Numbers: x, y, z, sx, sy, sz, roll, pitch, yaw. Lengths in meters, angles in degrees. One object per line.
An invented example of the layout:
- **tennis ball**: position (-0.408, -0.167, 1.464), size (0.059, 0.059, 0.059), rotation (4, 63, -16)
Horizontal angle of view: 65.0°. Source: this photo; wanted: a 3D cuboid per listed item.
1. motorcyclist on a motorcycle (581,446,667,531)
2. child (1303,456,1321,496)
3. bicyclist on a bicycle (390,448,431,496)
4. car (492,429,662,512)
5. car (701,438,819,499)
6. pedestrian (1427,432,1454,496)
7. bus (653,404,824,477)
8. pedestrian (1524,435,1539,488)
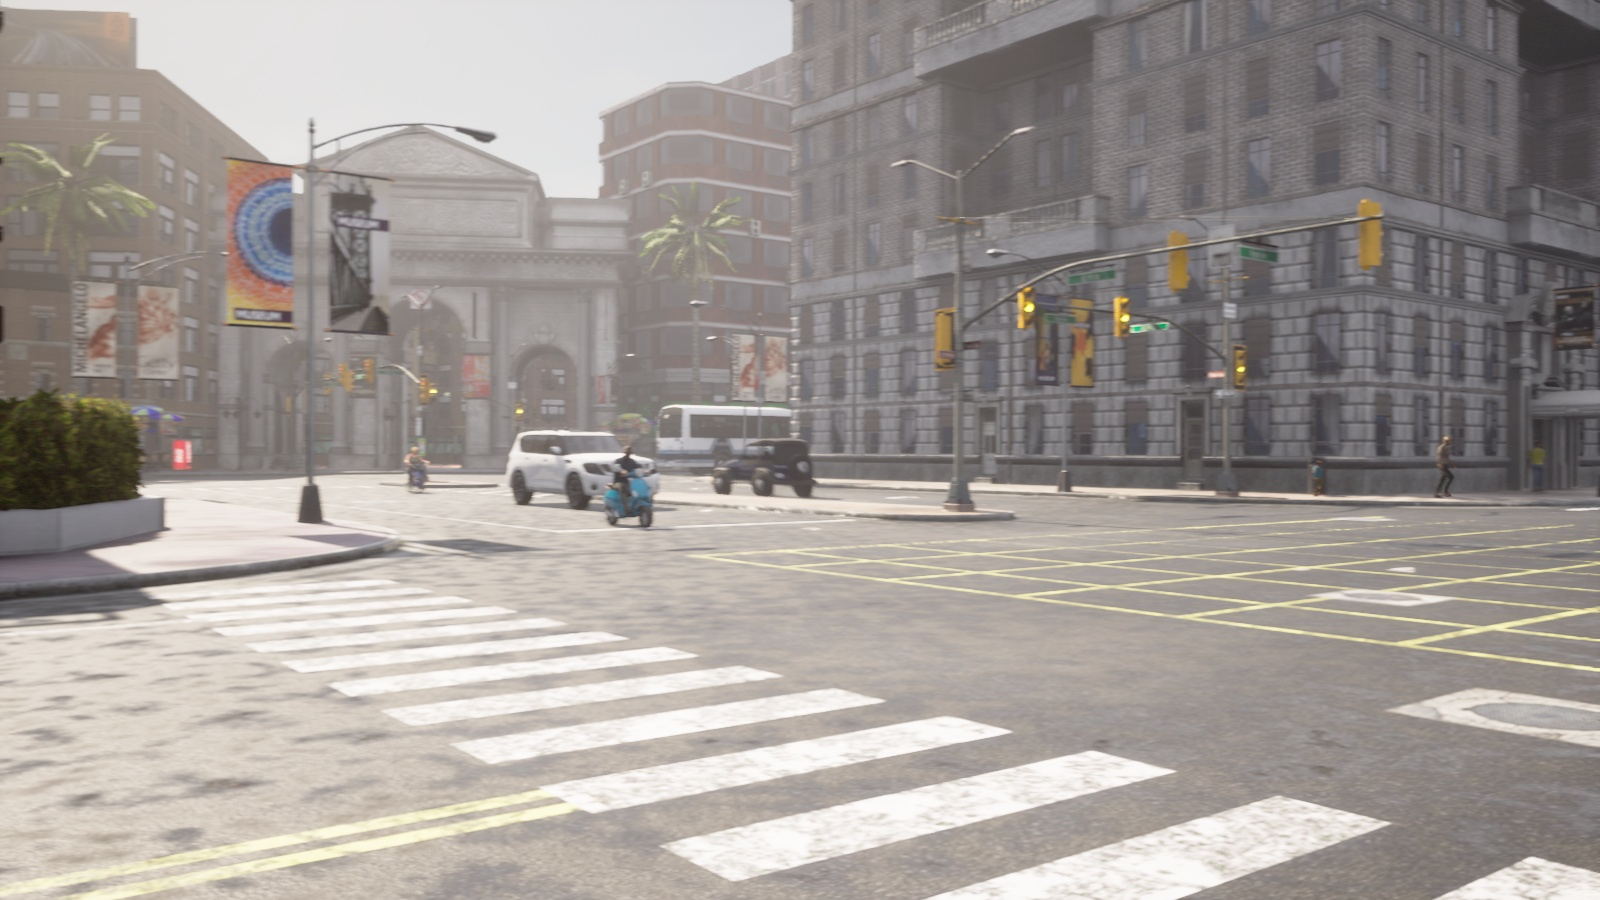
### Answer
- **motorcyclist on a motorcycle**: position (-3.433, 0.723, 24.388), size (0.866, 1.590, 1.817), rotation (0, 0, -37)
- **child**: position (15.602, 0.794, 38.268), size (0.448, 1.192, 0.343), rotation (0, 0, 39)
- **bicyclist on a bicycle**: position (-13.383, 0.736, 43.135), size (0.866, 1.612, 1.509), rotation (0, 1, -38)
- **car**: position (-6.073, 0.500, 33.584), size (2.150, 2.045, 5.566), rotation (0, 0, -37)
- **car**: position (-1.347, 0.577, 40.574), size (1.905, 1.878, 3.866), rotation (0, 0, -37)
- **pedestrian**: position (18.591, 0.409, 36.442), size (0.634, 1.846, 0.331), rotation (0, 0, 45)
- **bus**: position (-3.737, -0.559, 78.649), size (10.273, 4.253, 3.944), rotation (0, 0, -37)
- **pedestrian**: position (25.756, 0.406, 44.206), size (0.354, 1.836, 0.706), rotation (0, 0, 39)
